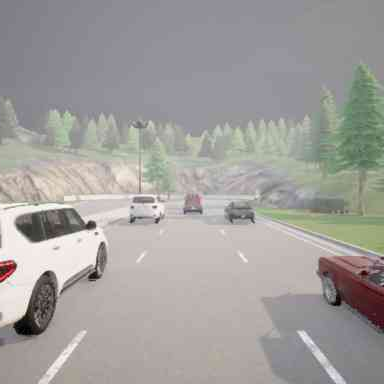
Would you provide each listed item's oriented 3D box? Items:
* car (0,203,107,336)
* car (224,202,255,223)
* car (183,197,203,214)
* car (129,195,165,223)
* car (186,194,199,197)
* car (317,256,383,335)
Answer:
[{"bbox_3d":[-3.399,1.221,6.820,2.150,2.045,5.566,0,0,0],"label":"car"},{"bbox_3d":[3.600,1.492,25.758,2.128,1.511,4.902,0,0,0],"label":"car"},{"bbox_3d":[0.099,1.564,35.031,1.994,1.385,4.181,0,0,0],"label":"car"},{"bbox_3d":[-3.400,1.223,25.802,2.150,2.045,5.566,0,0,0],"label":"car"},{"bbox_3d":[0.092,1.221,44.488,2.150,2.045,5.566,0,0,0],"label":"car"},{"bbox_3d":[3.599,1.601,5.041,1.895,1.301,4.718,0,0,0],"label":"car"}]
